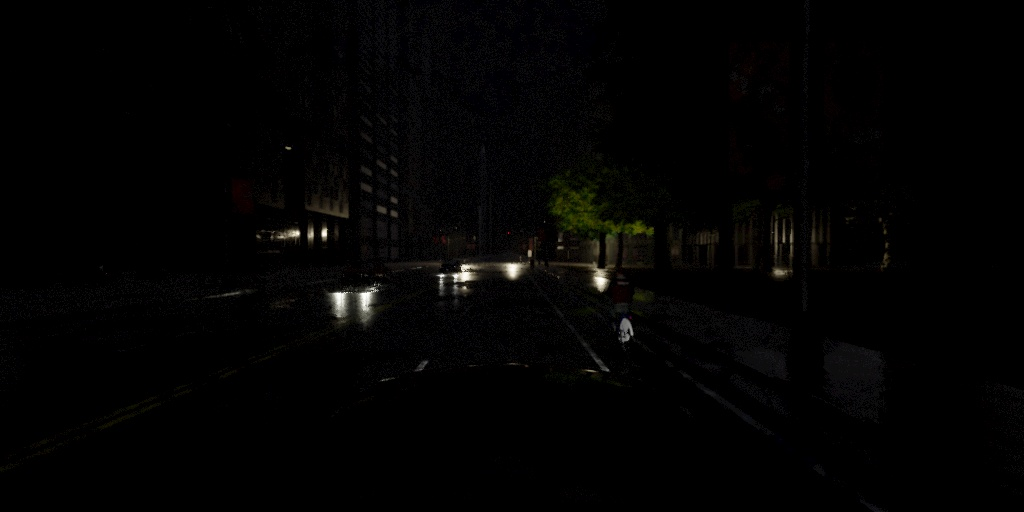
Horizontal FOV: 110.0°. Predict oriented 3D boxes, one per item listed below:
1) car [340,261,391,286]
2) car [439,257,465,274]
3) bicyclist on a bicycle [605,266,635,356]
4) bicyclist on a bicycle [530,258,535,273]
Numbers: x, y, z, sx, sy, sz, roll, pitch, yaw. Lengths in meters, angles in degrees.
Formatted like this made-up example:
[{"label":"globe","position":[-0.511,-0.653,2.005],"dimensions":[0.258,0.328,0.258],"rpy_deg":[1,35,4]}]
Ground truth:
[{"label":"car","position":[-9.844,1.126,24.461],"dimensions":[1.882,1.535,5.008],"rpy_deg":[0,0,0]},{"label":"car","position":[-6.585,1.120,38.816],"dimensions":[1.812,1.442,4.674],"rpy_deg":[0,0,0]},{"label":"bicyclist on a bicycle","position":[2.251,1.094,7.636],"dimensions":[0.659,1.776,1.843],"rpy_deg":[0,0,0]},{"label":"bicyclist on a bicycle","position":[2.262,1.043,40.130],"dimensions":[0.582,1.620,1.656],"rpy_deg":[0,0,0]}]
